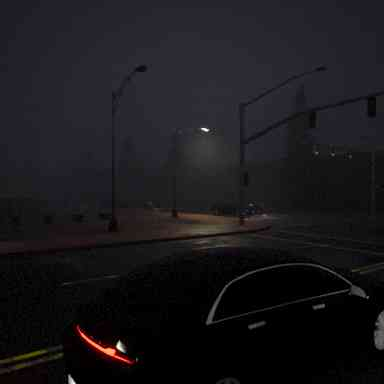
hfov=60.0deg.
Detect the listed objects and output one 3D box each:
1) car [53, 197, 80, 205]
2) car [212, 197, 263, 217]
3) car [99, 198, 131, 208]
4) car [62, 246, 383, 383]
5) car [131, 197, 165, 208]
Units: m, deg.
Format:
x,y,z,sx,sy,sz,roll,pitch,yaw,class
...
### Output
x,y,z,sx,sy,sz,roll,pitch,yaw,class
-21.063,1.471,55.832,4.181,1.385,1.994,0,0,16,car
3.866,1.503,30.909,1.837,1.490,4.892,0,0,-36,car
-10.819,1.547,46.959,5.357,1.411,2.033,0,0,33,car
0.894,1.505,4.435,4.892,1.490,1.837,0,0,-35,car
-6.079,1.505,47.690,4.892,1.490,1.837,0,-1,38,car
